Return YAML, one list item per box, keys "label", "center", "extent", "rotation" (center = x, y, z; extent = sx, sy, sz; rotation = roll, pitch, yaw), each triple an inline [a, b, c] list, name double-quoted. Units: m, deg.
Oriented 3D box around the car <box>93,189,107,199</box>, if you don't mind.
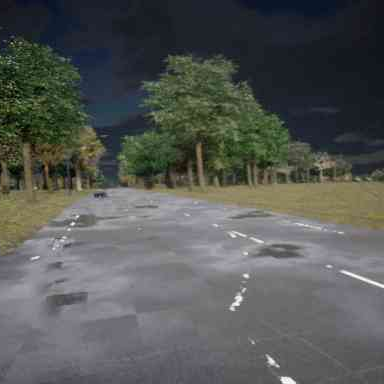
- label: "car"
  center: [-13.791, 0.290, 49.865]
  extent: [1.895, 1.301, 4.718]
  rotation: [-3, 2, -16]
